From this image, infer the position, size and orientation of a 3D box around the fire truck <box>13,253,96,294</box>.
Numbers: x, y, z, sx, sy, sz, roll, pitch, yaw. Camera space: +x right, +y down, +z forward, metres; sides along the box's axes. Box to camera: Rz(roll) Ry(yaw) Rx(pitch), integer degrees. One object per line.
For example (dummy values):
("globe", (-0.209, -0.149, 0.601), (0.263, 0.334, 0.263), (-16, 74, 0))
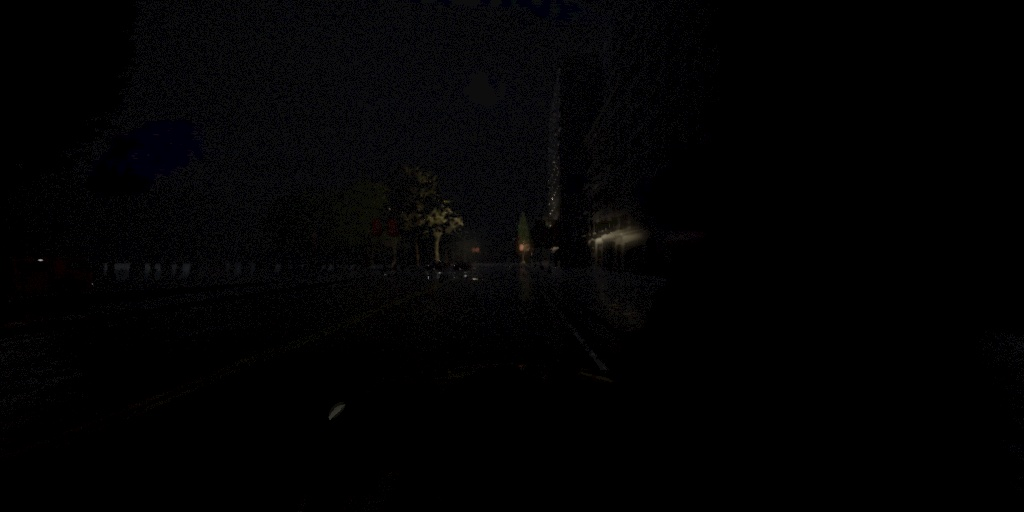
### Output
("fire truck", (-43.456, 1.670, 31.701), (2.891, 3.827, 8.468), (-1, 2, 45))

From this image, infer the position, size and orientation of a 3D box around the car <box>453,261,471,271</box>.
("car", (-6.498, 1.278, 47.130), (1.895, 1.301, 4.718), (0, 0, 0))

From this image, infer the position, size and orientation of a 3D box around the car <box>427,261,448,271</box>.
("car", (-9.748, 1.278, 47.130), (1.895, 1.301, 4.718), (0, 0, 0))
